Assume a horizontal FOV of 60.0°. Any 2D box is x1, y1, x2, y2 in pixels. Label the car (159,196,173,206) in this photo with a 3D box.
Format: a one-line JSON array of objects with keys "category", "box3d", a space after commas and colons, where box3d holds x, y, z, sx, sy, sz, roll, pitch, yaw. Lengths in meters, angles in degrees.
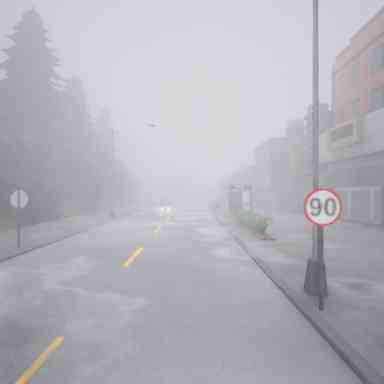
[{"category": "car", "box3d": [-4.087, 1.458, 52.519, 2.128, 1.511, 4.902, 0, 0, 0]}]
